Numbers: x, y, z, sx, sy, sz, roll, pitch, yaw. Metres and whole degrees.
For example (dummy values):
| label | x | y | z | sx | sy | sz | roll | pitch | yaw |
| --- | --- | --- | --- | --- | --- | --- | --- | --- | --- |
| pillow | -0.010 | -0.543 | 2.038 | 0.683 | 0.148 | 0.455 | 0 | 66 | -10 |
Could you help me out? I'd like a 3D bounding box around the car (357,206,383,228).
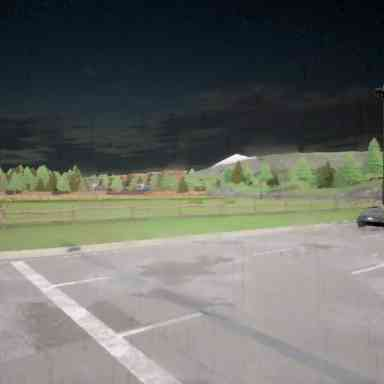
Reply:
| label | x | y | z | sx | sy | sz | roll | pitch | yaw |
| --- | --- | --- | --- | --- | --- | --- | --- | --- | --- |
| car | 12.335 | 1.568 | 21.135 | 4.181 | 1.385 | 1.994 | 0 | 0 | -35 |
